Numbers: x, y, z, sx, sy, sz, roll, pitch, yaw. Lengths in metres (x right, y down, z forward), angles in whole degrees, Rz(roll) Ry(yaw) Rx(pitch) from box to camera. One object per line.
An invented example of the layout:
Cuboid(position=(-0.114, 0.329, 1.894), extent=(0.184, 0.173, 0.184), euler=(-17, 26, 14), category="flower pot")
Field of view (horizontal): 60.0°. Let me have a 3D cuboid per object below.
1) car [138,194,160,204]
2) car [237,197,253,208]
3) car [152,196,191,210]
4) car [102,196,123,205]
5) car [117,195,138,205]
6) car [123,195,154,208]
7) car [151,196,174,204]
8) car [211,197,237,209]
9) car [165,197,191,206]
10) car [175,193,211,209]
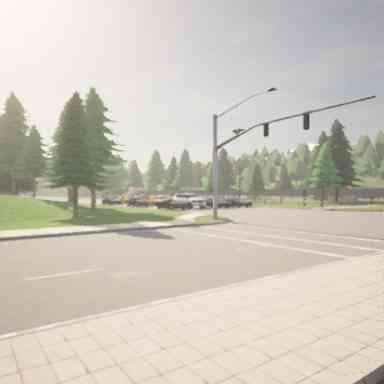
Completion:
Cuboid(position=(-7.898, 1.277, 60.864), extent=(2.097, 1.767, 4.553), euler=(0, 0, -35), category="car")
Cuboid(position=(6.090, 1.465, 46.944), extent=(2.033, 1.411, 5.357), euler=(0, 0, -35), category="car")
Cuboid(position=(-2.591, 1.545, 41.022), extent=(1.895, 1.301, 4.718), euler=(0, 0, -35), category="car")
Cuboid(position=(-13.790, 1.490, 57.044), extent=(2.033, 1.411, 5.357), euler=(0, 0, -36), category="car")
Cuboid(position=(-11.651, 1.411, 60.115), extent=(1.882, 1.535, 5.008), euler=(0, 0, -34), category="car")
Cuboid(position=(-7.936, 1.448, 48.653), extent=(1.837, 1.490, 4.892), euler=(0, 0, -35), category="car")
Cuboid(position=(-5.634, 1.463, 63.777), extent=(2.033, 1.411, 5.357), euler=(0, 0, -34), category="car")
Cuboid(position=(3.160, 1.474, 45.019), extent=(2.033, 1.411, 5.357), euler=(0, 0, -35), category="car")
Cuboid(position=(-2.338, 1.526, 52.875), extent=(1.895, 1.301, 4.718), euler=(0, 0, -35), category="car")
Cuboid(position=(-0.401, 1.156, 44.007), extent=(2.150, 2.045, 5.566), euler=(0, 0, -34), category="car")
